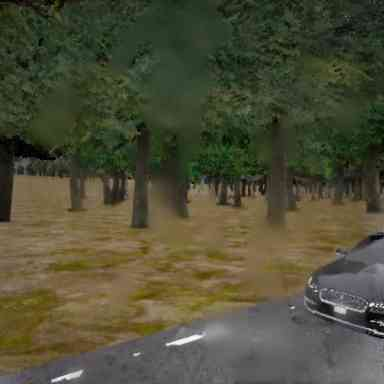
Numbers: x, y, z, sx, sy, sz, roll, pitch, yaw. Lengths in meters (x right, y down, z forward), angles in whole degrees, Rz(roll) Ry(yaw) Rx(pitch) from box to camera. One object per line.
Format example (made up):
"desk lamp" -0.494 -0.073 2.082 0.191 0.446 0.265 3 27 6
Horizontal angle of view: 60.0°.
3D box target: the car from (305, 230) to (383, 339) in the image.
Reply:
"car" 4.185 1.510 6.377 4.892 1.490 1.837 0 0 -36
